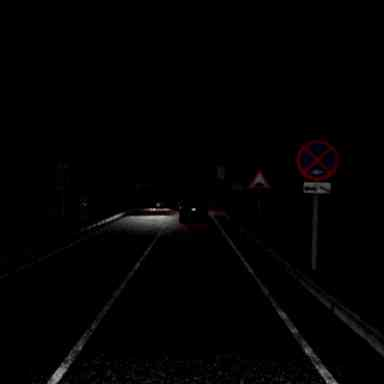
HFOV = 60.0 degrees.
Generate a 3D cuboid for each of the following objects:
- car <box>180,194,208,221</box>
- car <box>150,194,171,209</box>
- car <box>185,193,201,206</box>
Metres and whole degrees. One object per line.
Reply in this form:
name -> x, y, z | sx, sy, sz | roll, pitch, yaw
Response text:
car -> 0.111, 1.160, 24.084 | 2.033, 1.649, 4.856 | 0, 1, 0
car -> -3.273, 1.005, 35.019 | 2.128, 1.511, 4.902 | 0, 1, 1
car -> 0.117, 0.927, 42.227 | 1.994, 1.385, 4.181 | 0, 1, 0
